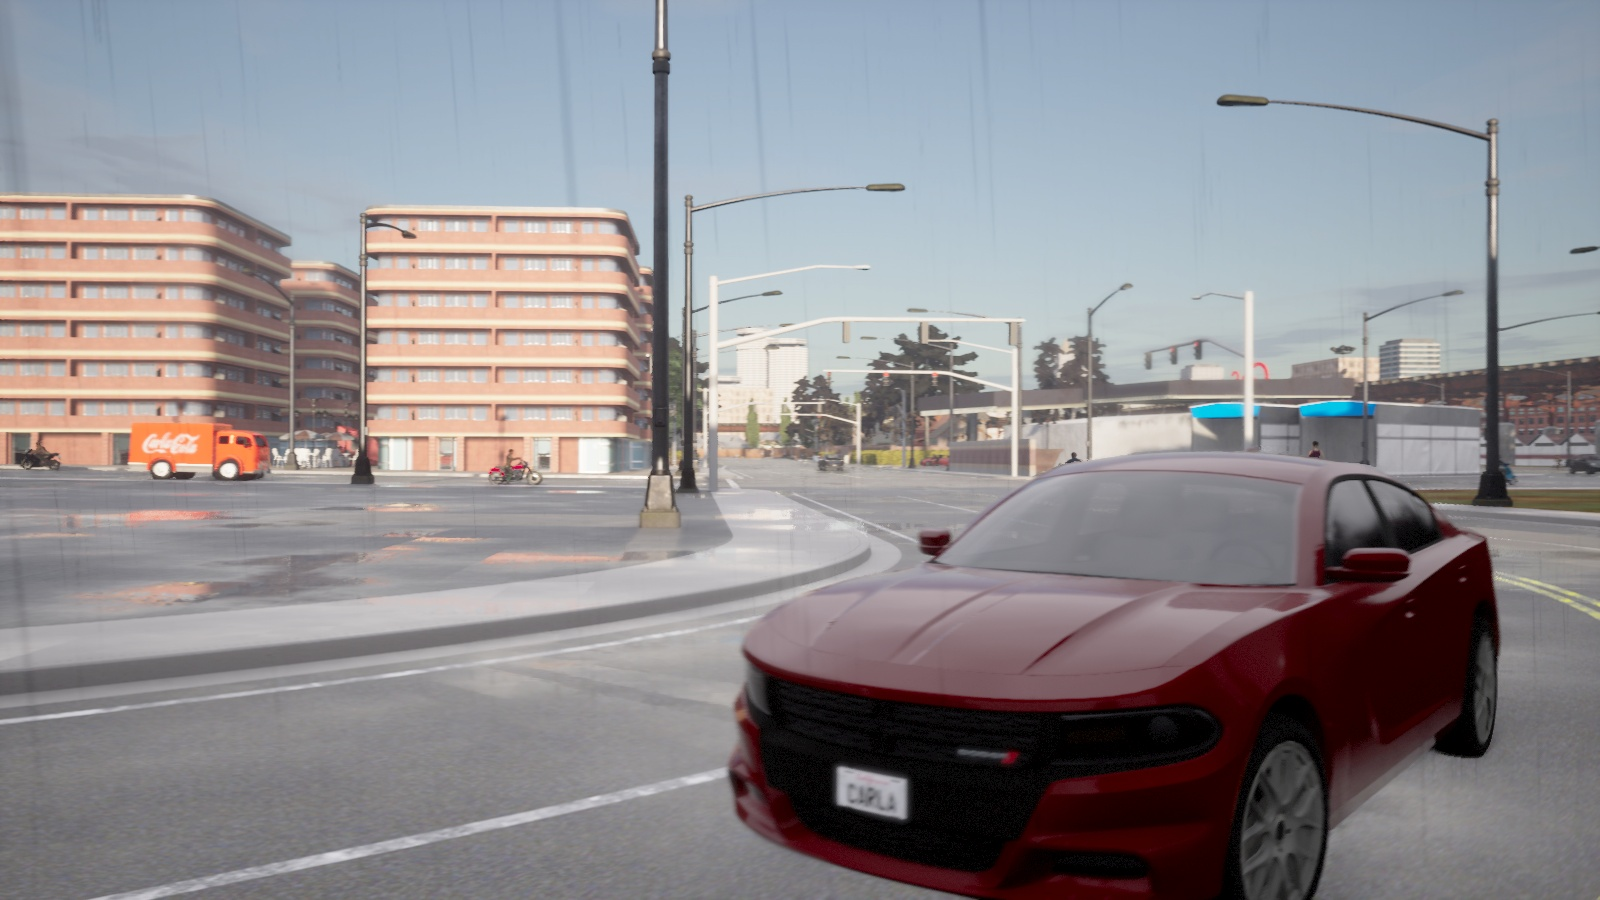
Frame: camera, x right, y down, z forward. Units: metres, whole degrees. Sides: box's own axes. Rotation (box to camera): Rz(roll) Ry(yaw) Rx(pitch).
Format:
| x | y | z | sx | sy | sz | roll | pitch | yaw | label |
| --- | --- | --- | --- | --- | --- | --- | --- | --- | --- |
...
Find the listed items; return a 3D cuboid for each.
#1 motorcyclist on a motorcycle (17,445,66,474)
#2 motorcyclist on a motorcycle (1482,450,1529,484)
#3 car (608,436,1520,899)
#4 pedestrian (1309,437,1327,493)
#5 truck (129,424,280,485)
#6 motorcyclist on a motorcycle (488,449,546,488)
| x | y | z | sx | sy | sz | roll | pitch | yaw | label |
| --- | --- | --- | --- | --- | --- | --- | --- | --- | --- |
| -40.354 | 0.515 | 66.817 | 2.044 | 1.523 | 0.797 | 1 | 0 | -4 | motorcyclist on a motorcycle |
| 34.057 | 0.816 | 60.649 | 1.817 | 1.590 | 0.866 | 0 | 0 | -10 | motorcyclist on a motorcycle |
| 1.661 | 0.738 | 5.549 | 1.882 | 1.535 | 5.008 | 0 | 0 | 39 | car |
| 17.082 | 0.501 | 41.434 | 0.345 | 1.836 | 0.594 | 0 | 0 | -2 | pedestrian |
| -25.395 | 0.204 | 53.739 | 5.204 | 2.467 | 2.627 | 1 | 0 | -4 | truck |
| -12.288 | 0.804 | 54.567 | 2.350 | 1.649 | 0.766 | 1 | 0 | -4 | motorcyclist on a motorcycle |
